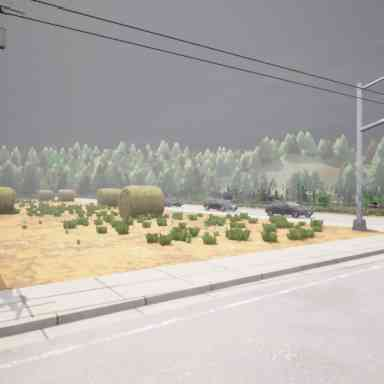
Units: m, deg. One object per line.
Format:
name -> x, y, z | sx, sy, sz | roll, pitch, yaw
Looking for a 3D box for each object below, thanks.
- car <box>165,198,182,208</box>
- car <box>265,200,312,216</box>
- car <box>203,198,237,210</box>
car -> -3.106, 1.537, 47.954 | 1.994, 1.385, 4.181 | 0, 0, -32
car -> 8.554, 1.498, 29.764 | 1.812, 1.442, 4.674 | 0, 0, -33
car -> 3.198, 1.464, 38.083 | 2.128, 1.511, 4.902 | 0, 0, -33
